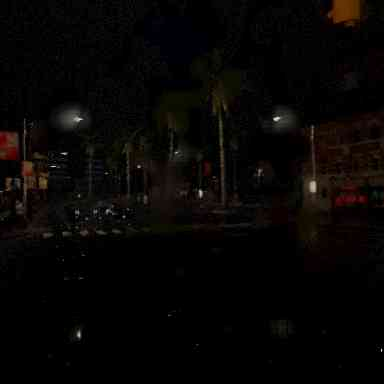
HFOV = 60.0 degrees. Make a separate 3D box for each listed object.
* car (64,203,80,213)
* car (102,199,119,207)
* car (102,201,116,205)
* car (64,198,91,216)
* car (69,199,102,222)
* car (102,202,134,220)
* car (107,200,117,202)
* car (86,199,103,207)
[{"bbox_3d":[-18.170,2.381,50.187,1.895,1.301,4.718,0,-1,-23],"label":"car"},{"bbox_3d":[-17.700,2.413,72.355,1.882,1.535,5.008,0,-1,-35],"label":"car"},{"bbox_3d":[-11.342,2.225,43.160,1.895,1.301,4.718,0,-1,-23],"label":"car"},{"bbox_3d":[-14.001,1.845,40.472,2.150,2.045,5.566,0,-1,-23],"label":"car"},{"bbox_3d":[-10.236,1.833,31.650,2.097,1.767,4.553,0,-1,-23],"label":"car"},{"bbox_3d":[-7.577,2.029,34.343,2.033,1.411,5.357,0,-1,-23],"label":"car"},{"bbox_3d":[-15.399,2.383,61.479,1.837,1.490,4.892,0,-1,-27],"label":"car"},{"bbox_3d":[-20.593,2.304,70.385,2.097,1.767,4.553,0,-1,-35],"label":"car"}]
